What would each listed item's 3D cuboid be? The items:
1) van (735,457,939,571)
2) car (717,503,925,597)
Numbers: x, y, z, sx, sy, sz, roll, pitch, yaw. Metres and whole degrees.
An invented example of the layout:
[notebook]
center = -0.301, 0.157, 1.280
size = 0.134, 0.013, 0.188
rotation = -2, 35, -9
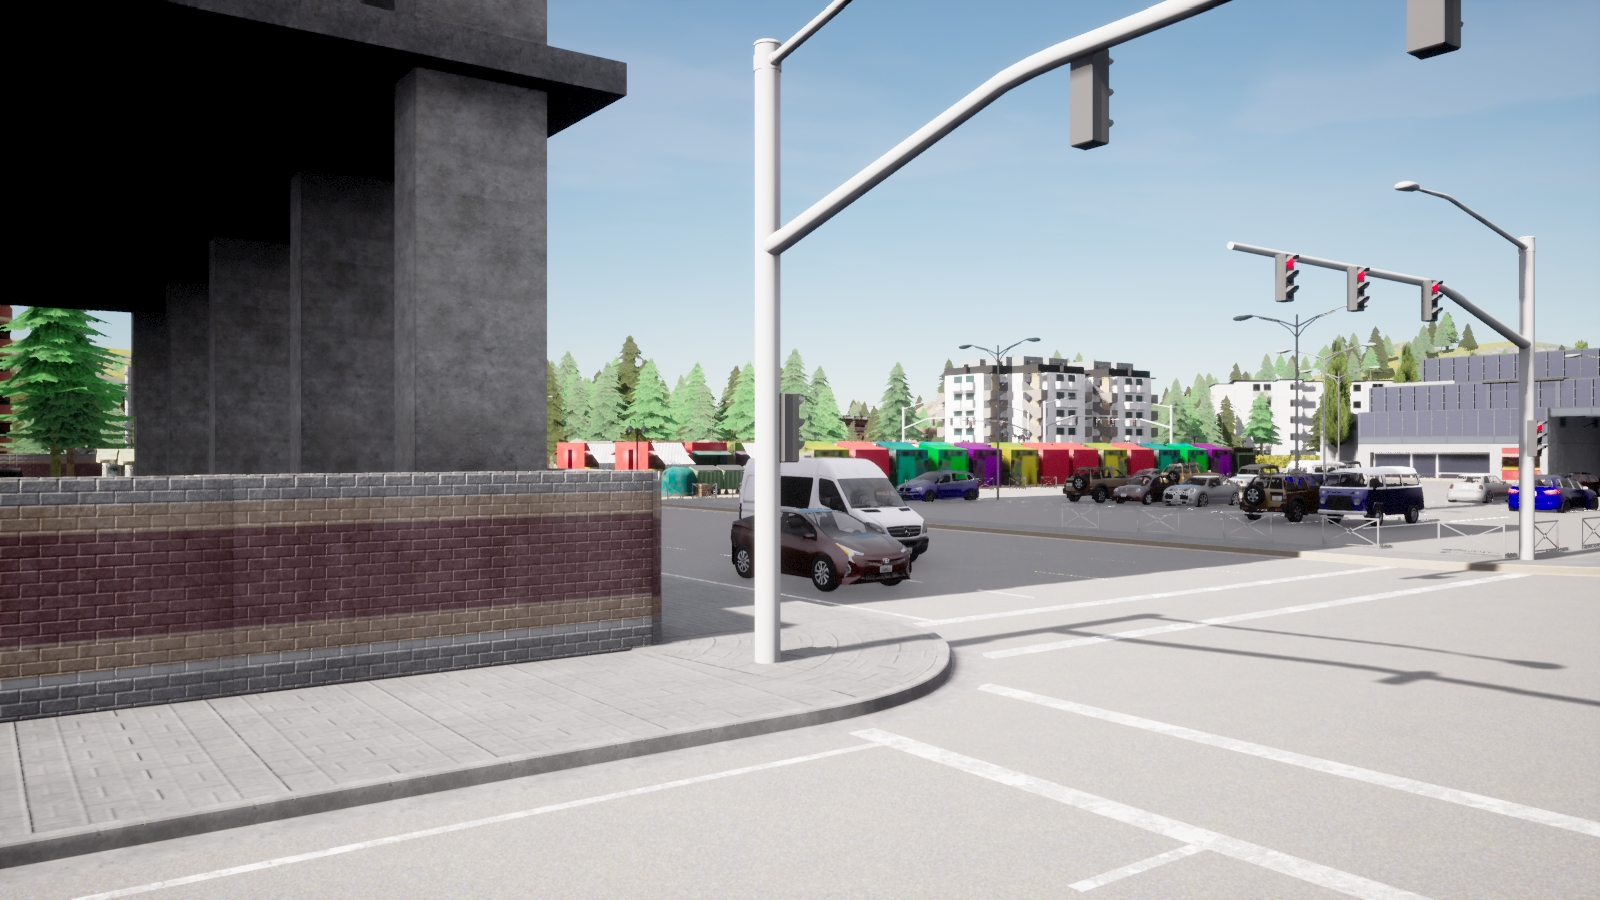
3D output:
[van]
center = 0.780, 1.479, 29.066
size = 1.988, 2.561, 5.915
rotation = 0, 0, -36
[car]
center = 0.324, 1.984, 23.786
size = 2.007, 1.525, 4.514
rotation = 0, 0, -36
